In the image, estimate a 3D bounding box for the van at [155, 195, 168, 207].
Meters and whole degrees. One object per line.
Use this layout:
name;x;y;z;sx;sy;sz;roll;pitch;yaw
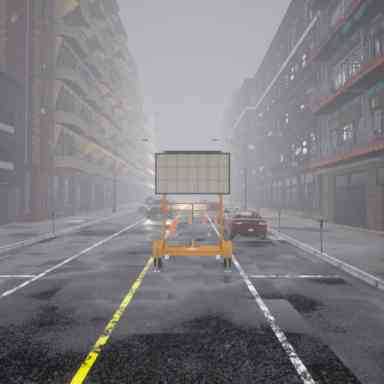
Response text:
van;-5.120;1.459;55.861;1.690;1.788;3.998;2;0;0

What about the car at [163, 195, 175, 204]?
car;-5.069;1.500;72.454;2.192;1.841;5.009;1;0;0

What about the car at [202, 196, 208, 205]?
car;2.720;1.634;44.715;2.008;1.369;4.403;1;0;0

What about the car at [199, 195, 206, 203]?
car;2.772;1.683;61.307;1.887;1.381;4.507;1;0;0

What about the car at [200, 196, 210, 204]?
car;2.816;1.625;72.369;1.967;1.590;4.097;1;0;0

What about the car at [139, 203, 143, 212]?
car;-5.177;1.593;39.101;1.752;1.417;4.829;2;0;0

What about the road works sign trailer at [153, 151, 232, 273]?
road works sign trailer;0.021;0.474;10.750;2.380;3.560;2.880;0;0;0

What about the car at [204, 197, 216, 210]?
car;2.703;1.613;39.183;1.887;1.381;4.507;1;0;0

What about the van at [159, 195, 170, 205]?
van;-5.104;1.480;61.393;1.690;1.788;3.998;1;0;0

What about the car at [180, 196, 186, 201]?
car;-2.473;1.817;90.098;2.033;1.411;5.357;0;0;0

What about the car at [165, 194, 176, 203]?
car;-5.051;1.525;77.984;2.192;1.841;5.009;1;0;0

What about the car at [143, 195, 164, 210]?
car;-5.153;1.398;44.803;2.192;1.841;5.009;2;0;0

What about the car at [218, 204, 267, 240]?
car;2.635;1.564;17.061;1.887;1.381;4.507;1;0;0

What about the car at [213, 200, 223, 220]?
car;2.653;1.554;22.763;1.752;1.417;4.829;1;0;0

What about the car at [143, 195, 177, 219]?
car;-2.761;1.395;29.480;2.097;1.767;4.553;0;0;0

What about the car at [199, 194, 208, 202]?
car;2.811;1.550;83.431;2.192;1.841;5.009;1;0;0
